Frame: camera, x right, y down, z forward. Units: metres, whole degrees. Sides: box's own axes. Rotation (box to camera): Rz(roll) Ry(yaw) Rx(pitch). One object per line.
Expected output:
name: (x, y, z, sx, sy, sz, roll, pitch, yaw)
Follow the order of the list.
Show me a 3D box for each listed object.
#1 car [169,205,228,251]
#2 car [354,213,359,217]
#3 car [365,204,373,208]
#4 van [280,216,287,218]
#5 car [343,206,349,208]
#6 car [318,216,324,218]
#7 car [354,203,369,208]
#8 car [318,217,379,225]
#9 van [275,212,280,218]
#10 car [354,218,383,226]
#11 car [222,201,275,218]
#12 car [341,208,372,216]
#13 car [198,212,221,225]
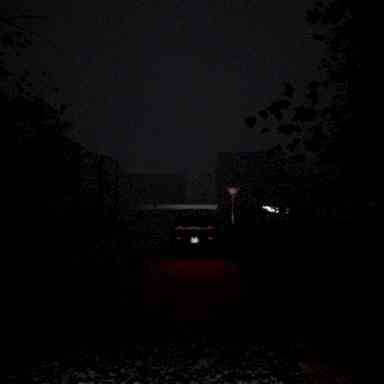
car: (0.096, 1.459, 13.856, 2.128, 1.511, 4.902, 0, 0, 0)
car: (23.487, 4.379, 52.893, 2.163, 1.488, 4.792, 0, 0, -18)
car: (40.787, 4.043, 74.146, 5.366, 1.575, 1.946, -1, 1, -17)
van: (14.551, 4.125, 53.296, 1.878, 1.987, 4.442, 0, 0, -18)
car: (41.126, 3.927, 83.085, 5.008, 1.535, 2.097, -1, 1, -17)
car: (20.521, 4.099, 52.977, 2.435, 2.045, 5.566, 0, 0, -18)
car: (40.771, 4.049, 77.094, 4.674, 1.452, 2.002, -1, 1, -17)
car: (16.764, 4.334, 36.180, 2.435, 2.045, 5.566, -1, 2, -18)
van: (11.594, 4.125, 53.389, 1.878, 1.987, 4.442, 0, 0, -18)
car: (19.822, 4.335, 36.044, 2.435, 2.045, 5.566, 0, 2, -18)
car: (4.604, 1.529, 29.786, 4.674, 1.442, 1.812, 2, -1, -12)
car: (26.404, 4.098, 52.839, 2.435, 2.045, 5.566, 0, 0, -18)
car: (2.753, 4.225, 53.585, 2.185, 1.767, 4.553, 0, 0, -18)
